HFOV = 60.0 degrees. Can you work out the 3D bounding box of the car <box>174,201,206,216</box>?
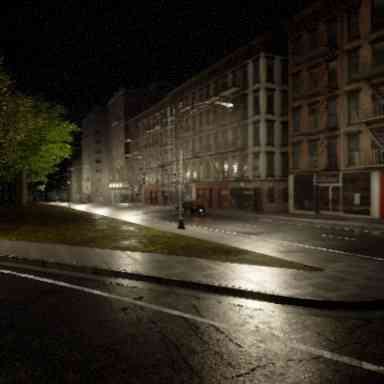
[{"bbox_3d":[-0.210,1.619,33.911,1.812,1.442,4.674,-1,0,-27],"label":"car"}]
